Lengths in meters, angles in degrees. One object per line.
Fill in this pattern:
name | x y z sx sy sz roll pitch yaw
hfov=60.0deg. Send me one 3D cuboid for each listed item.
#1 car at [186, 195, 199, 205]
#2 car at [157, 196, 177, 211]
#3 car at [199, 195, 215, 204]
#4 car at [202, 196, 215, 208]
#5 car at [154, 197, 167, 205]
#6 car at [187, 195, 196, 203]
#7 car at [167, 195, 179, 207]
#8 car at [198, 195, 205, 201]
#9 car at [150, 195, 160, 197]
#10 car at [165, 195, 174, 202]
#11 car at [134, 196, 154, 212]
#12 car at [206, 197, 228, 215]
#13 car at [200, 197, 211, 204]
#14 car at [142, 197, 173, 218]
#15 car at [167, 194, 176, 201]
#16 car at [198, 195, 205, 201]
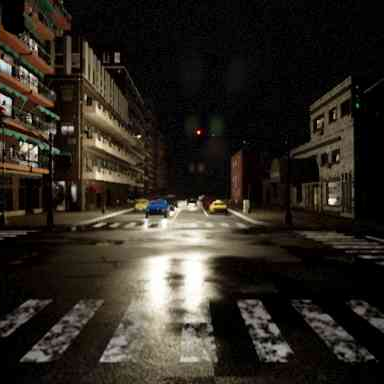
car | -0.042 1.611 60.365 2.033 1.411 5.357 0 0 0
car | -3.110 1.559 40.118 1.812 1.442 4.674 0 0 0
car | 2.658 1.363 50.596 2.192 1.841 5.009 0 0 0
car | 2.661 1.621 45.057 1.802 1.307 4.206 0 0 0
car | -5.731 1.617 61.668 2.008 1.369 4.403 0 0 0
car | -0.049 1.450 70.786 1.882 1.535 5.008 0 0 0
car | -3.107 1.553 51.018 1.837 1.490 4.892 0 0 0
car | 2.629 1.652 89.541 1.752 1.417 4.829 0 0 0
car | -5.722 1.362 50.590 2.192 1.841 5.009 0 0 0
car | -5.747 1.553 83.825 1.967 1.590 4.097 0 0 0
car | -5.715 1.558 39.341 1.752 1.417 4.829 0 0 0
car | 2.669 1.552 34.149 1.752 1.417 4.829 0 0 0
car | 2.646 1.627 67.213 2.008 1.369 4.403 0 0 0
car | -3.121 1.500 30.840 1.882 1.535 5.008 0 0 0
car | -5.754 1.455 94.904 2.192 1.841 5.009 0 0 0
car | 2.625 1.691 94.910 2.008 1.369 4.403 0 0 0
